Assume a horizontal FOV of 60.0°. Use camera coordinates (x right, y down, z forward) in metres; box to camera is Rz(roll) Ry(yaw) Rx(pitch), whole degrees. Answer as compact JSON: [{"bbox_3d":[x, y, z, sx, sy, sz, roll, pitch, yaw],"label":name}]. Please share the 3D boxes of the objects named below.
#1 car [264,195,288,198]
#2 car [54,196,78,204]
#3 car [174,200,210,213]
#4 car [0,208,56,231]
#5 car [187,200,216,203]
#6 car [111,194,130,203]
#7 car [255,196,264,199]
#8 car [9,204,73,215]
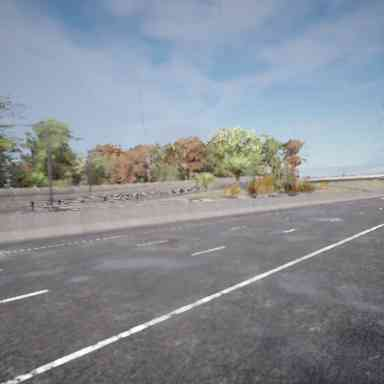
[{"bbox_3d":[13.764,1.297,52.163,1.837,1.490,4.892,-2,-1,41],"label":"car"},{"bbox_3d":[-18.760,1.509,49.810,2.097,1.767,4.553,-2,1,18],"label":"car"},{"bbox_3d":[0.094,1.767,41.648,1.895,1.301,4.718,-2,0,41],"label":"car"},{"bbox_3d":[-13.235,2.074,26.141,1.994,1.385,4.181,-2,0,41],"label":"car"},{"bbox_3d":[1.747,1.618,38.214,1.812,1.442,4.674,-2,0,41],"label":"car"},{"bbox_3d":[-13.844,1.192,64.434,1.837,1.490,4.892,-2,1,20],"label":"car"},{"bbox_3d":[11.793,1.367,55.230,2.128,1.511,4.902,-2,-1,41],"label":"car"},{"bbox_3d":[-10.463,1.912,24.004,1.837,1.490,4.892,-2,0,41],"label":"car"}]
